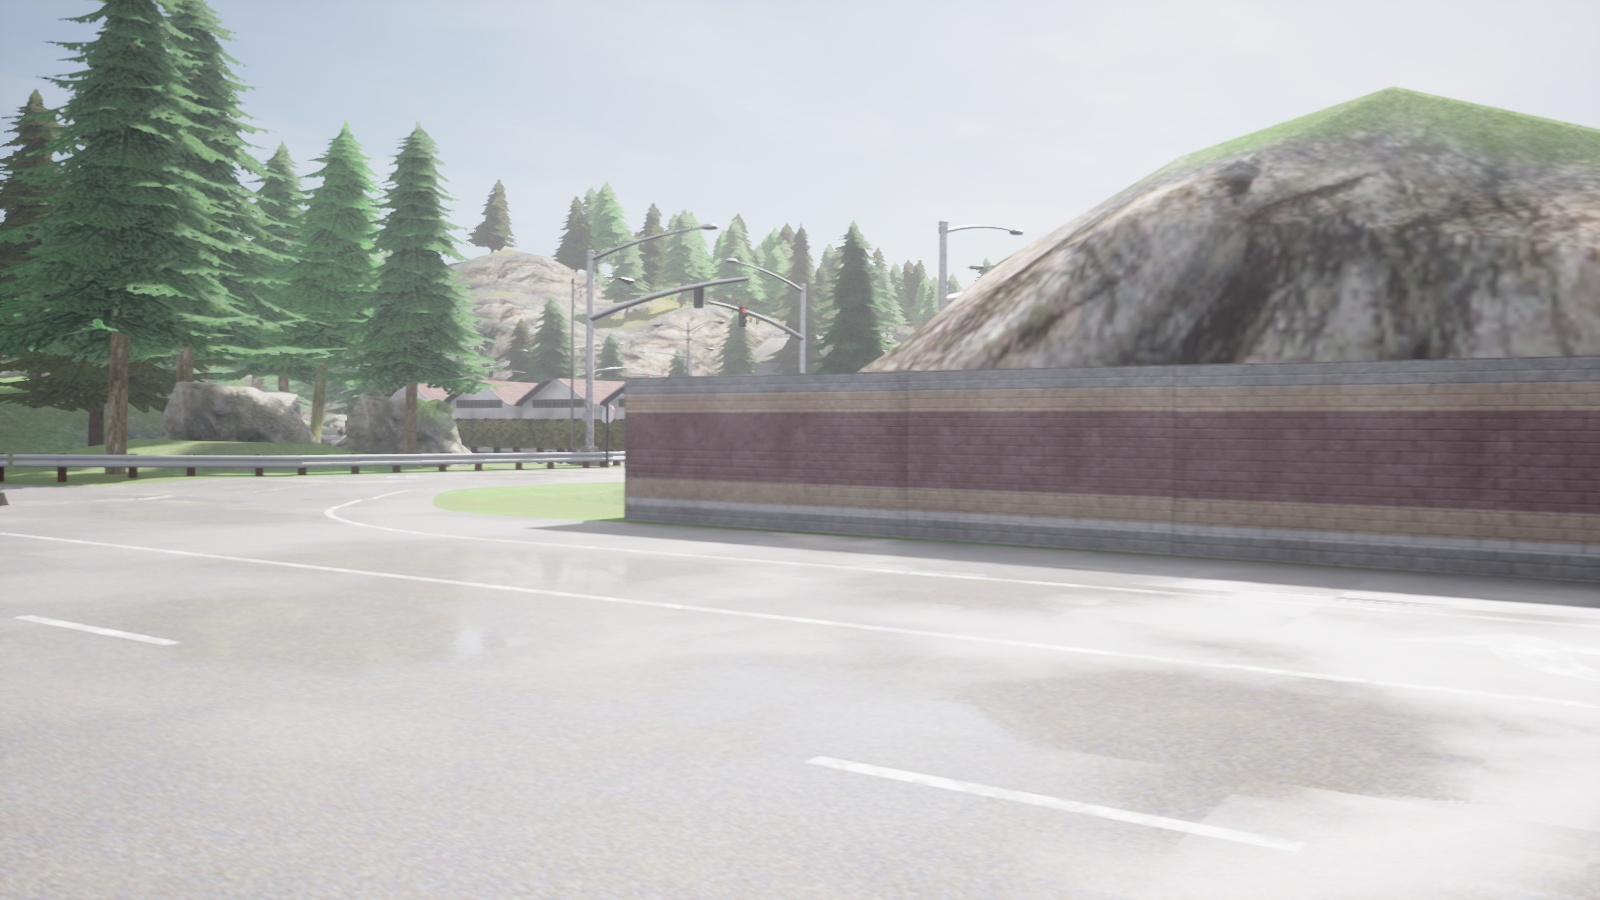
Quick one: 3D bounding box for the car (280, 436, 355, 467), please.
[{"bbox_3d":[-24.910,0.046,64.857,3.705,1.549,1.789,0,1,34],"label":"car"}]
